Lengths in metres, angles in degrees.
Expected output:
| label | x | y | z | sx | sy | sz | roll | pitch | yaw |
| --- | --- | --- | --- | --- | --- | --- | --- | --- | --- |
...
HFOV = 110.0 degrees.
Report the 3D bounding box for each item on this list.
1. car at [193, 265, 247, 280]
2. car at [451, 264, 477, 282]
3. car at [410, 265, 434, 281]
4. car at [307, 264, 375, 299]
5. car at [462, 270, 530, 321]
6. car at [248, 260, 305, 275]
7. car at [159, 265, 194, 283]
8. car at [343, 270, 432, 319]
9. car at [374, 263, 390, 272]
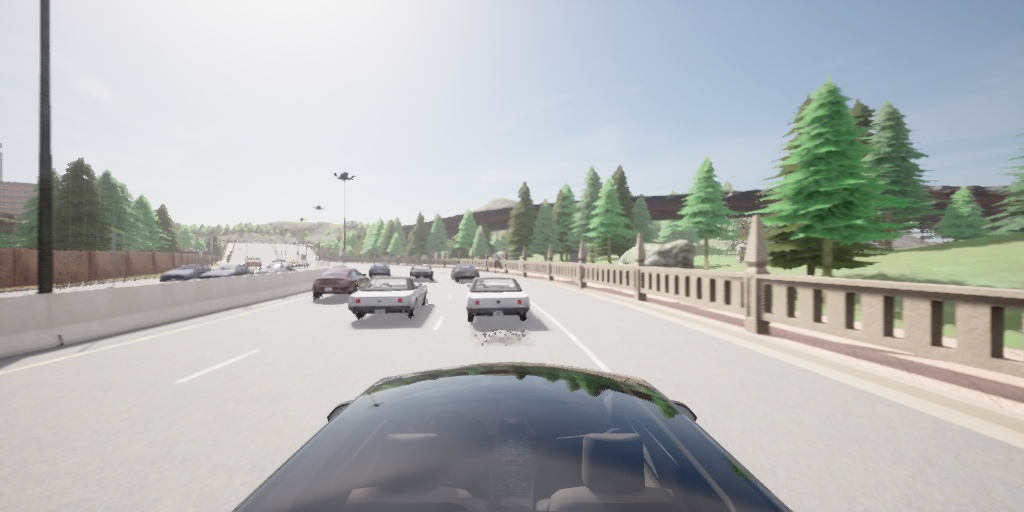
| label | x | y | z | sx | sy | sz | roll | pitch | yaw |
| --- | --- | --- | --- | --- | --- | --- | --- | --- | --- |
| car | -21.650 | 1.389 | 27.618 | 2.033 | 1.411 | 5.357 | 0 | 0 | -17 |
| car | -3.896 | 1.337 | 29.457 | 1.994 | 1.385 | 4.181 | 0 | 0 | -15 |
| car | -7.736 | 1.389 | 30.473 | 1.895 | 1.301 | 4.718 | 0 | 0 | -16 |
| car | -8.542 | 1.314 | 18.213 | 1.812 | 1.442 | 4.674 | 0 | 0 | -10 |
| car | -0.631 | 1.356 | 12.505 | 1.895 | 1.301 | 4.718 | 0 | 0 | -6 |
| car | -18.134 | 1.319 | 27.836 | 2.128 | 1.511 | 4.902 | 0 | 0 | -17 |
| car | -25.687 | 1.405 | 28.803 | 2.033 | 1.411 | 5.357 | 0 | 0 | -19 |
| car | -4.212 | 1.370 | 12.961 | 1.895 | 1.301 | 4.718 | 0 | 0 | -7 |
| car | -13.098 | 1.374 | 35.516 | 1.994 | 1.385 | 4.181 | 0 | 0 | -19 |
